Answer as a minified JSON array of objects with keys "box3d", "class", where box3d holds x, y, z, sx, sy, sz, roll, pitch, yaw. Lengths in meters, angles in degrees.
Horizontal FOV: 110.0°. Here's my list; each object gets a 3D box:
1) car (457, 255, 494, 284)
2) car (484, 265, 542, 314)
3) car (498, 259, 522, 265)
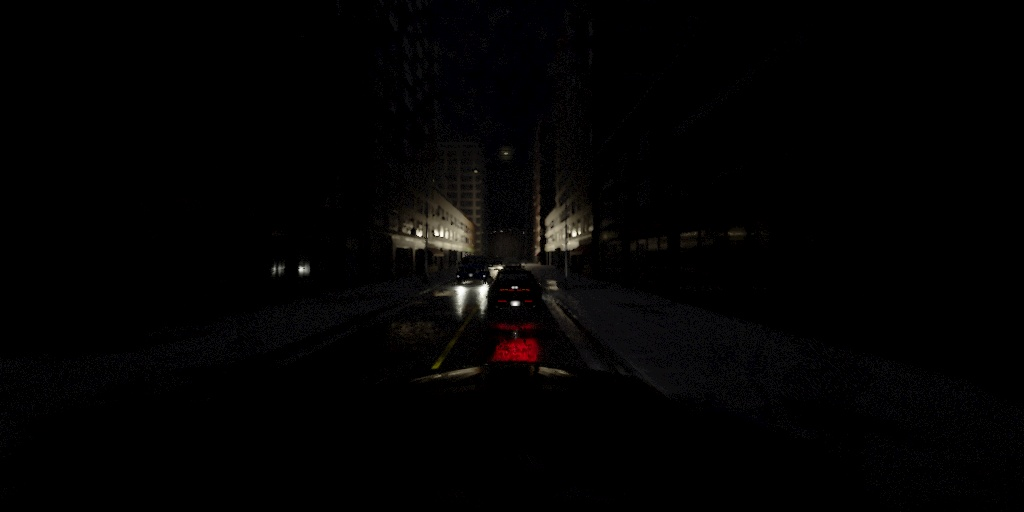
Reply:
[{"box3d":[-2.846,0.972,27.584,2.150,2.045,5.566,0,0,0],"class":"car"},{"box3d":[0.103,1.253,13.754,1.837,1.490,4.892,0,0,0],"class":"car"},{"box3d":[0.104,1.242,31.206,2.128,1.511,4.902,0,0,0],"class":"car"}]
